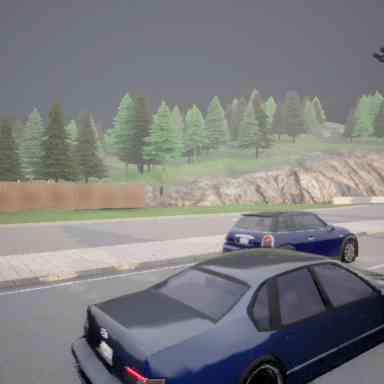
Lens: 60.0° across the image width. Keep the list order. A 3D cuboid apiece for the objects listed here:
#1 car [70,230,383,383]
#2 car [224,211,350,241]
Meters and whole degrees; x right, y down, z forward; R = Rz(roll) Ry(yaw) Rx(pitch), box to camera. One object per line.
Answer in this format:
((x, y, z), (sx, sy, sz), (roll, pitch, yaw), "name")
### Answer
((1.224, 1.547, 4.618), (5.357, 1.411, 2.033), (0, 0, -36), "car")
((3.144, 1.353, 10.288), (4.553, 1.767, 2.097), (0, 0, -36), "car")
